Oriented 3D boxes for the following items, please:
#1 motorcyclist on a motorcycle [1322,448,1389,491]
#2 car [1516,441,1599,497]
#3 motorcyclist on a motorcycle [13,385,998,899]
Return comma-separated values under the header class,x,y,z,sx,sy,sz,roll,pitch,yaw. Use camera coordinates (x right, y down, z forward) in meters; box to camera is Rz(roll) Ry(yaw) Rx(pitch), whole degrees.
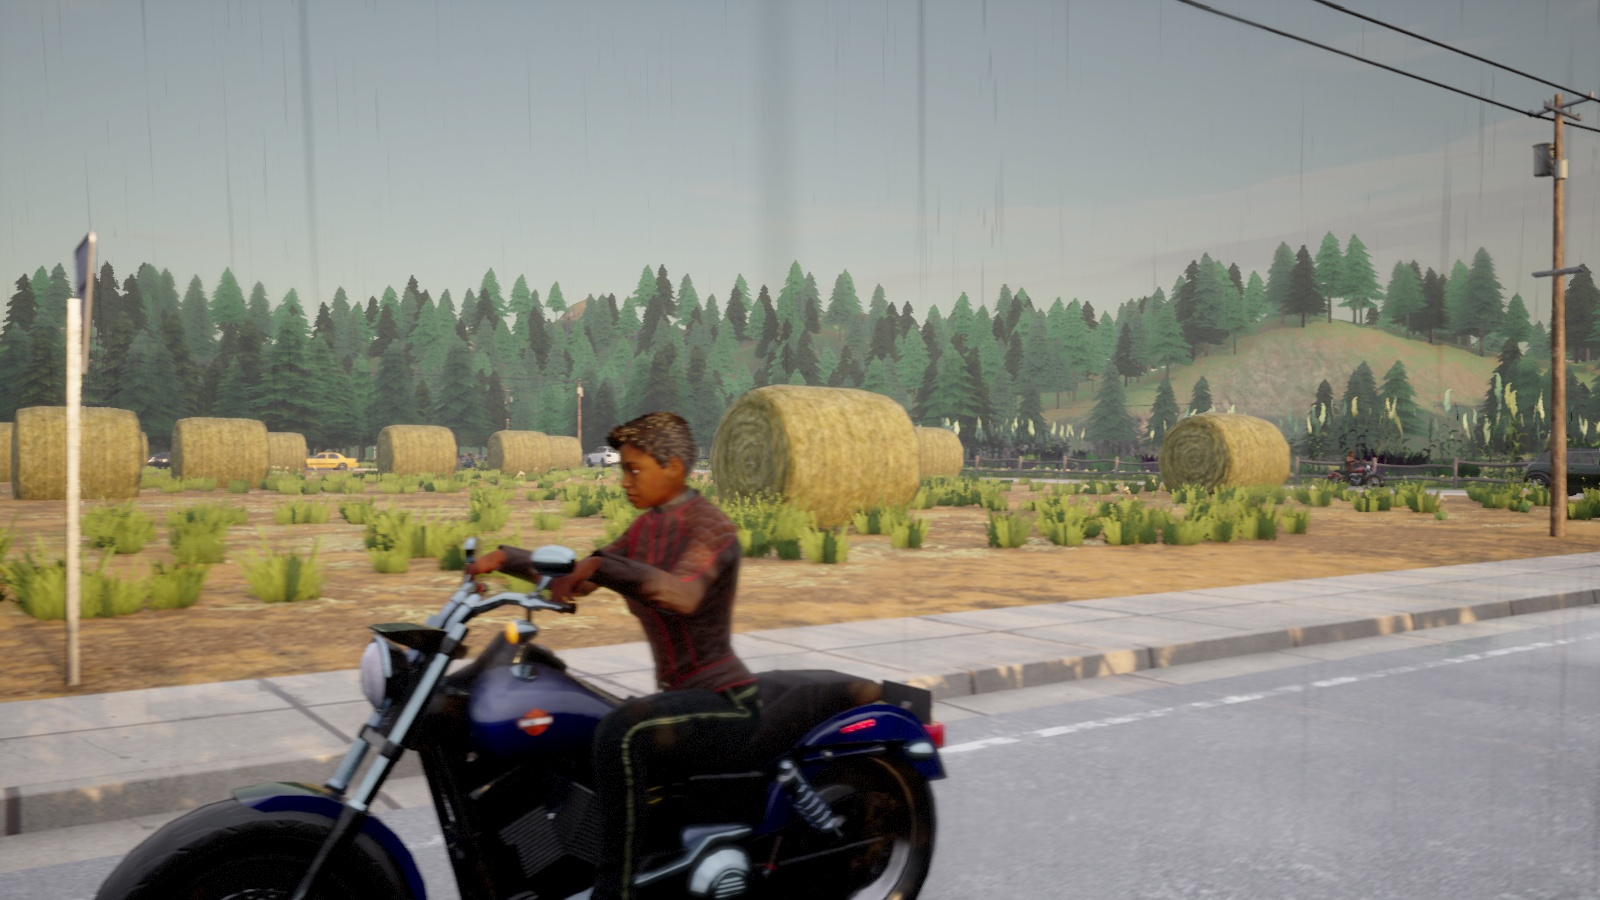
class,x,y,z,sx,sy,sz,roll,pitch,yaw
motorcyclist on a motorcycle,21.414,0.734,48.457,0.766,1.649,2.350,0,0,-32
car,26.162,0.613,40.821,2.097,1.767,4.553,0,0,-32
motorcyclist on a motorcycle,-0.626,0.704,3.241,2.350,1.649,0.766,0,0,-34
